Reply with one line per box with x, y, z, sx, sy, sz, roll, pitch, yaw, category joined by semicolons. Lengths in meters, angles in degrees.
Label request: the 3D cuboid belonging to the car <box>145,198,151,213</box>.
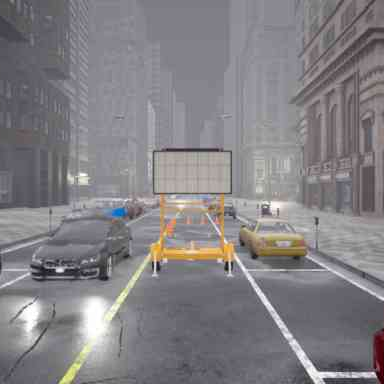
-5.725;1.550;34.331;1.887;1.381;4.507;0;0;0;car

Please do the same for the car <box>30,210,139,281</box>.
-2.987;1.505;9.947;1.837;1.490;4.892;0;0;0;car

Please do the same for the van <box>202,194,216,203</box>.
2.844;1.349;50.880;1.690;1.788;3.998;0;0;0;van

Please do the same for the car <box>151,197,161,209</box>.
-5.713;1.533;45.213;1.752;1.417;4.829;0;0;0;car

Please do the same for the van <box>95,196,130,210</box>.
-5.737;1.345;23.281;1.690;1.788;3.998;0;0;0;van

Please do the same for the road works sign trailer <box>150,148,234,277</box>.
0.013;0.466;10.246;2.380;3.560;2.880;0;0;0;road works sign trailer

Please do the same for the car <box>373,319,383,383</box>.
2.771;1.315;1.155;2.192;1.841;5.009;0;0;0;car

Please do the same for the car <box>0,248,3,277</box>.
-5.755;1.441;6.704;1.967;1.590;4.097;0;0;0;car

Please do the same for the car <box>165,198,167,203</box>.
-5.701;1.554;56.433;1.887;1.381;4.507;0;0;0;car

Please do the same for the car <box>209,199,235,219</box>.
2.811;1.555;28.779;2.008;1.369;4.403;0;0;0;car

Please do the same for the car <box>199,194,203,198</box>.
2.860;1.556;61.929;1.887;1.381;4.507;0;0;0;car

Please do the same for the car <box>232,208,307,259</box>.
2.787;1.527;12.375;1.752;1.417;4.829;0;0;0;car

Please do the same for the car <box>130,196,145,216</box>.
-5.730;1.319;28.806;2.192;1.841;5.009;0;0;0;car

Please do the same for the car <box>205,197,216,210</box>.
2.827;1.588;39.829;1.802;1.307;4.206;0;0;0;car

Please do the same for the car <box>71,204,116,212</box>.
-5.744;1.553;17.755;2.008;1.369;4.403;0;0;0;car

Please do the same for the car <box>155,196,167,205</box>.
-5.695;1.556;61.959;1.887;1.381;4.507;0;0;0;car
